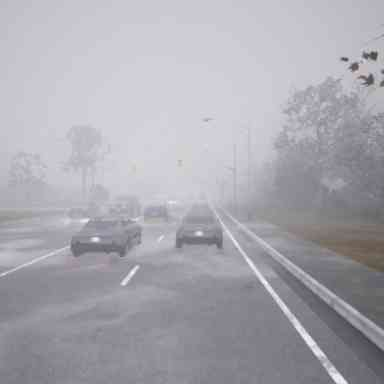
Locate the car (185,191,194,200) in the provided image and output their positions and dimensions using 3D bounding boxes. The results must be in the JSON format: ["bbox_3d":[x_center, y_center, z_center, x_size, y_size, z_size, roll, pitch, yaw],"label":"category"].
[{"bbox_3d":[-0.843,1.217,85.019,1.994,1.385,4.181,0,3,2],"label":"car"}]

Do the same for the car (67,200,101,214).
[{"bbox_3d":[-9.853,1.539,30.753,1.837,1.490,4.892,0,-1,2],"label":"car"}]

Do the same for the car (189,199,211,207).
[{"bbox_3d":[0.691,1.601,28.190,1.994,1.385,4.181,0,0,2],"label":"car"}]

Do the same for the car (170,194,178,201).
[{"bbox_3d":[-4.439,1.322,82.481,2.128,1.511,4.902,0,2,2],"label":"car"}]

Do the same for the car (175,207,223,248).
[{"bbox_3d":[0.323,1.584,14.994,1.994,1.385,4.181,0,0,1],"label":"car"}]

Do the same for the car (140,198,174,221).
[{"bbox_3d":[-2.828,1.511,27.824,1.882,1.535,5.008,0,0,0],"label":"car"}]

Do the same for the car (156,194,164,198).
[{"bbox_3d":[-7.936,1.319,82.609,1.812,1.442,4.674,0,2,2],"label":"car"}]

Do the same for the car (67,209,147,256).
[{"bbox_3d":[-3.220,1.578,13.239,1.994,1.385,4.181,0,0,1],"label":"car"}]

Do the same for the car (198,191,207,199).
[{"bbox_3d":[2.654,1.024,84.851,2.097,1.767,4.553,0,3,2],"label":"car"}]

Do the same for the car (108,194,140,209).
[{"bbox_3d":[-6.307,1.259,31.774,2.150,2.045,5.566,0,0,2],"label":"car"}]
